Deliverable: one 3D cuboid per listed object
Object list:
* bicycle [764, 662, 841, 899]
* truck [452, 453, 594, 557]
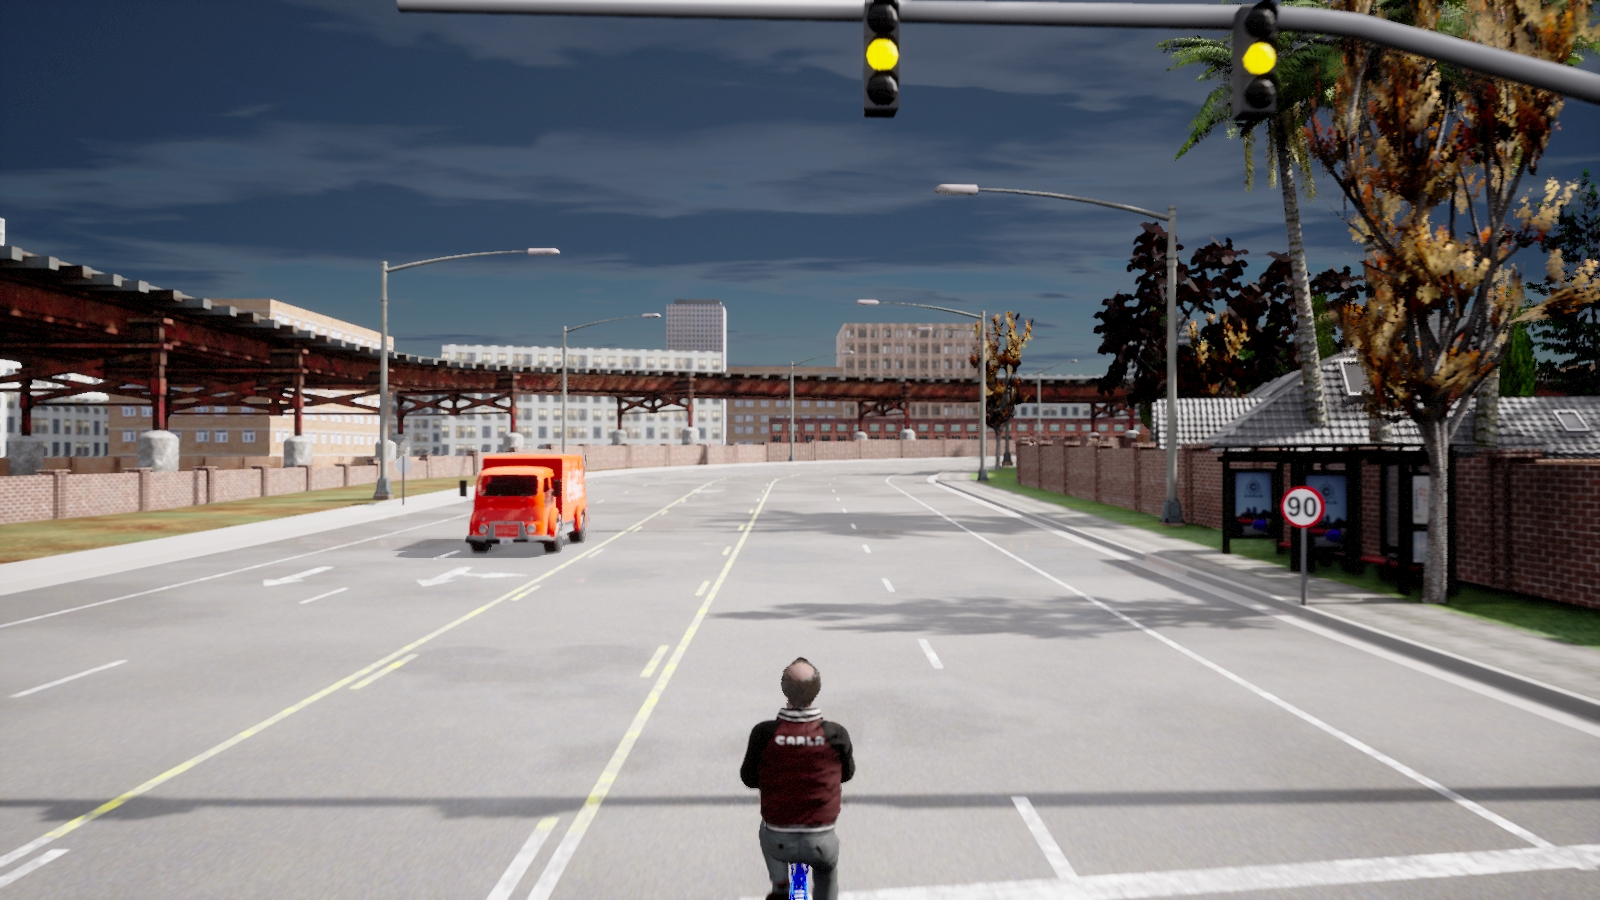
[{"bbox_3d":[0.015,2.012,5.867,0.329,1.496,1.835,0,0,0],"label":"bicycle"},{"bbox_3d":[-7.154,1.328,30.154,2.627,2.467,5.204,0,0,-2],"label":"truck"}]
